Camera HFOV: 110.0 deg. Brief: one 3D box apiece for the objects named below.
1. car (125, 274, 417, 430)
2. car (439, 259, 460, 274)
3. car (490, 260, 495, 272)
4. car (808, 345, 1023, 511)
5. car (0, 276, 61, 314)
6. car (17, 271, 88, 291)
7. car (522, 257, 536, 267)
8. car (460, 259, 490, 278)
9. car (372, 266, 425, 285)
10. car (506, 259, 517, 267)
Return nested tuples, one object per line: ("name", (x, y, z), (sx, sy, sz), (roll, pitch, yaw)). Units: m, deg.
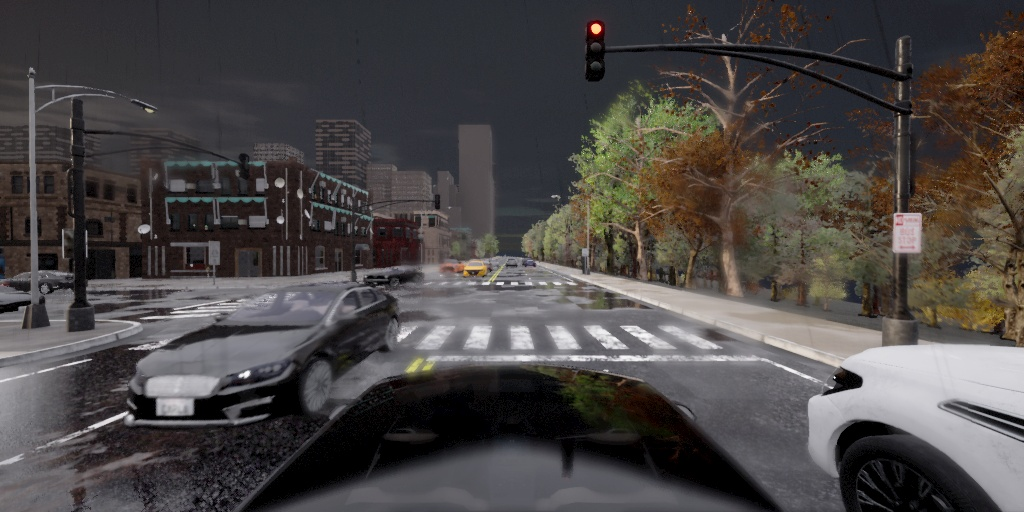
("car", (-3.359, 1.241, 6.022), (2.128, 1.511, 4.902), (0, 0, 0))
("car", (-6.677, 1.089, 39.852), (2.097, 1.767, 4.553), (0, 0, 0))
("car", (-3.441, 1.262, 44.840), (1.812, 1.442, 4.674), (0, 1, 1))
("car", (3.356, 0.972, 0.343), (2.150, 2.045, 5.566), (0, 0, 0))
("car", (-19.970, 1.564, 13.099), (4.313, 1.339, 1.948), (0, 0, 0))
("car", (-28.321, 1.559, 21.594), (4.403, 1.370, 2.007), (0, 0, 0))
("car", (3.219, 1.252, 64.046), (1.812, 1.442, 4.674), (0, 0, 0))
("car", (-3.418, 1.217, 34.092), (1.882, 1.535, 5.008), (0, 0, 0))
("car", (-7.706, 1.346, 23.852), (1.895, 1.301, 4.718), (0, 0, 15))
("car", (-0.039, 1.290, 64.077), (1.994, 1.385, 4.181), (0, 0, 0))
